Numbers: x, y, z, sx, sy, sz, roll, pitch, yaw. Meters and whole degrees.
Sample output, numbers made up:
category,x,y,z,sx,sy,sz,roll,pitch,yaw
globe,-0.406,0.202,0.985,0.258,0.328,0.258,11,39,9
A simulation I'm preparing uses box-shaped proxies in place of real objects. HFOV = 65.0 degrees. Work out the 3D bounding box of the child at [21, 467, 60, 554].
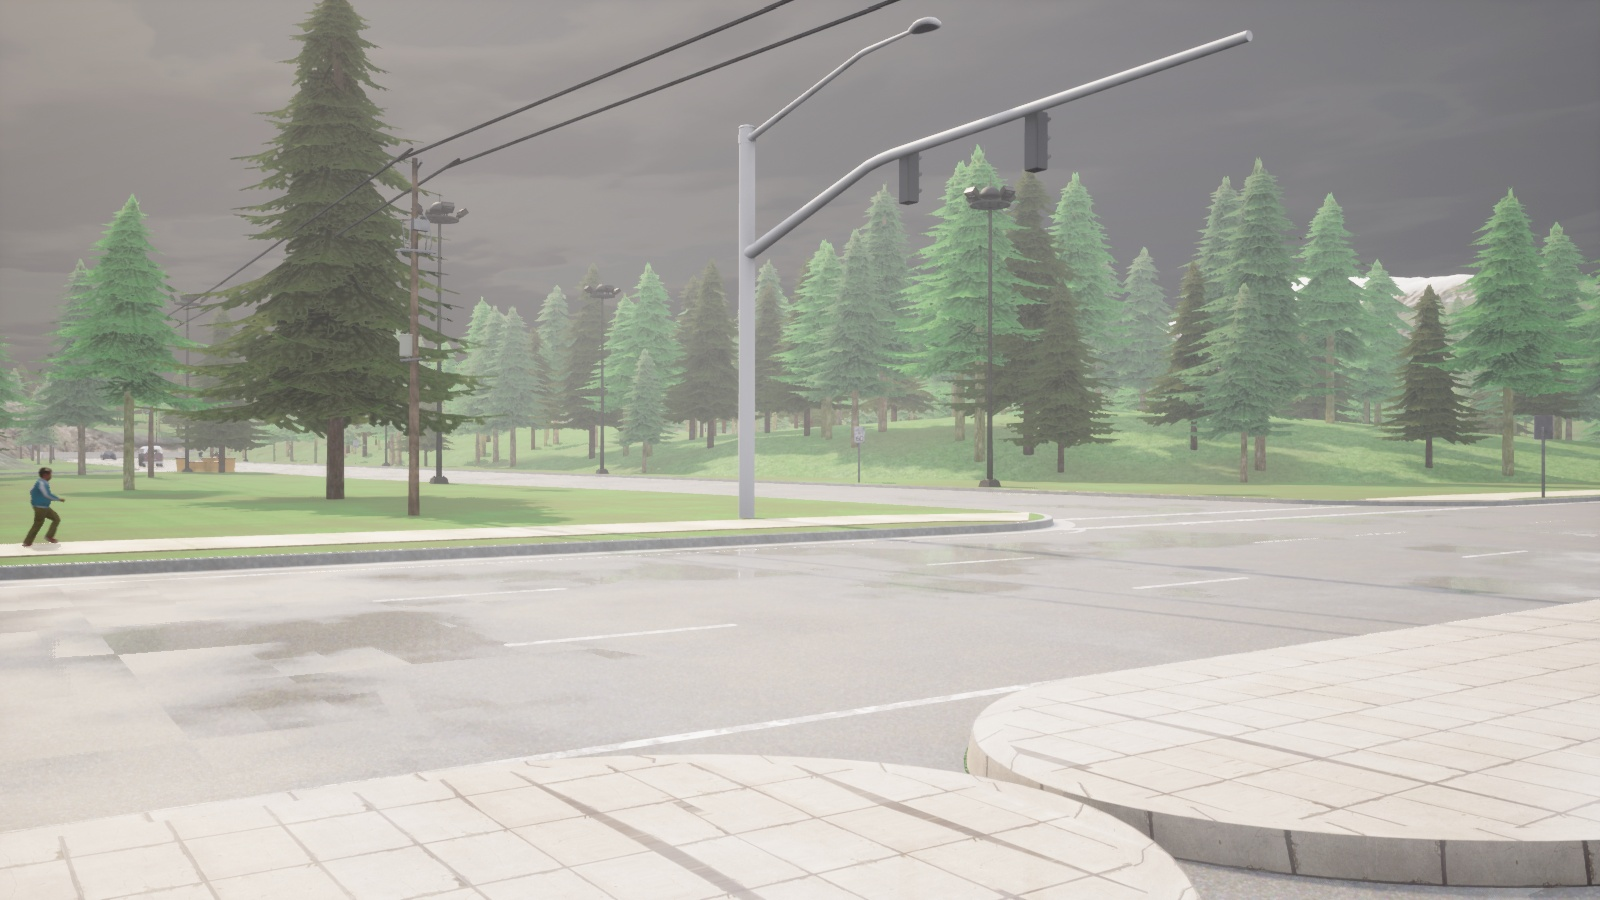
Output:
category,x,y,z,sx,sy,sz,roll,pitch,yaw
child,-10.532,0.829,17.419,0.448,1.192,0.343,0,0,-33
